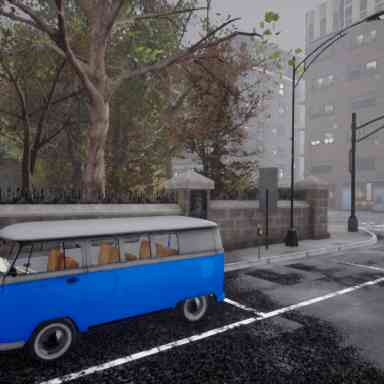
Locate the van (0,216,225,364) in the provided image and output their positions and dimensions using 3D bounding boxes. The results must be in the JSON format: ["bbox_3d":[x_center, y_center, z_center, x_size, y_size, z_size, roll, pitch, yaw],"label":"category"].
[{"bbox_3d":[-1.302,1.342,5.563,3.998,1.788,1.690,0,1,-35],"label":"van"}]
